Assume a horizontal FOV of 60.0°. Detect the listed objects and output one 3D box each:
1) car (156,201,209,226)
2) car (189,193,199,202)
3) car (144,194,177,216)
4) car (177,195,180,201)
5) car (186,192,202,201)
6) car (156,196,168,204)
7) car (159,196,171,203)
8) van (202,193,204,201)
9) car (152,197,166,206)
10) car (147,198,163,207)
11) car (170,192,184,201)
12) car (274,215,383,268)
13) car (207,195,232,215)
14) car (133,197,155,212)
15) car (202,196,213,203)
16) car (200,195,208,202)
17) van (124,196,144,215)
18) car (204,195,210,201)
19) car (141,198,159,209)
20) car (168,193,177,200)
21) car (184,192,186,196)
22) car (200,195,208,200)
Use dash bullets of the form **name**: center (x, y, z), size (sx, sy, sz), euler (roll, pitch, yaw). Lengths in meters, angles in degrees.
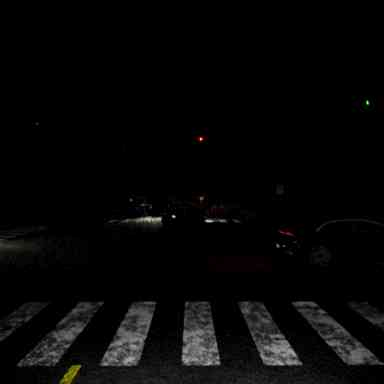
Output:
- **car**: center (-0.521, 1.556, 23.226), size (1.994, 1.385, 4.181), euler (0, 0, 19)
- **car**: center (0.457, 1.161, 73.704), size (2.097, 1.767, 4.553), euler (0, 0, 0)
- **car**: center (-2.944, 1.343, 32.071), size (2.097, 1.767, 4.553), euler (0, 0, 2)
- **car**: center (-2.840, 1.466, 42.009), size (1.882, 1.535, 5.008), euler (0, 0, 1)
- **car**: center (0.392, 1.201, 63.344), size (2.150, 2.045, 5.566), euler (0, 0, 0)
- **car**: center (-5.478, 1.506, 61.544), size (1.752, 1.417, 4.829), euler (0, 0, 0)
- **car**: center (-5.441, 1.543, 67.382), size (1.947, 1.339, 4.313), euler (0, 0, 0)
- **van**: center (3.013, 1.324, 55.998), size (1.690, 1.788, 3.998), euler (0, 0, 0)
- **car**: center (-5.512, 1.549, 56.046), size (1.947, 1.339, 4.313), euler (0, 0, 0)
- **car**: center (-5.548, 1.568, 50.378), size (1.802, 1.307, 4.206), euler (0, 0, 0)
- **car**: center (-2.772, 1.206, 52.136), size (2.150, 2.045, 5.566), euler (0, 0, 1)
- **car**: center (5.159, 1.499, 10.655), size (4.902, 1.511, 2.128), euler (0, 0, 0)
- **car**: center (2.871, 1.431, 33.322), size (1.967, 1.590, 4.097), euler (0, 0, 0)
- **car**: center (-5.619, 1.429, 39.041), size (1.967, 1.590, 4.097), euler (0, 0, 0)
- **car**: center (3.084, 1.528, 67.336), size (2.008, 1.369, 4.403), euler (0, 0, 0)
- **car**: center (2.843, 1.426, 79.508), size (1.801, 1.575, 5.366), euler (0, 0, 0)
- **van**: center (-5.654, 1.331, 33.373), size (1.690, 1.788, 3.998), euler (0, 0, 0)
- **car**: center (2.942, 1.428, 44.659), size (1.967, 1.590, 4.097), euler (0, 0, 0)
- **car**: center (-5.583, 1.553, 44.709), size (1.947, 1.339, 4.313), euler (0, 0, 0)
- **car**: center (-5.299, 1.276, 90.055), size (2.192, 1.841, 5.009), euler (0, 0, 0)
- **car**: center (-2.666, 1.332, 62.362), size (2.097, 1.767, 4.553), euler (0, 0, 1)
- **car**: center (3.226, 1.526, 90.014), size (1.947, 1.339, 4.313), euler (0, 0, 0)
